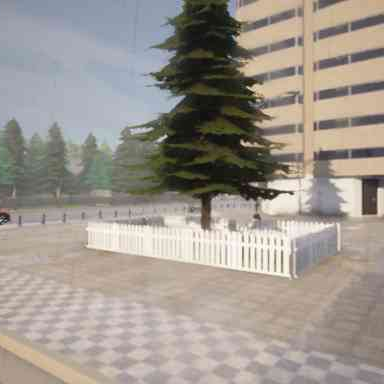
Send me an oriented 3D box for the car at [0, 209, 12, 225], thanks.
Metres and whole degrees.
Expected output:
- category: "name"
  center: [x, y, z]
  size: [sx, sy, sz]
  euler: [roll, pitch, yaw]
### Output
- category: "car"
  center: [-14.770, 1.419, 22.544]
  size: [2.097, 1.767, 4.553]
  euler: [0, 0, 34]
